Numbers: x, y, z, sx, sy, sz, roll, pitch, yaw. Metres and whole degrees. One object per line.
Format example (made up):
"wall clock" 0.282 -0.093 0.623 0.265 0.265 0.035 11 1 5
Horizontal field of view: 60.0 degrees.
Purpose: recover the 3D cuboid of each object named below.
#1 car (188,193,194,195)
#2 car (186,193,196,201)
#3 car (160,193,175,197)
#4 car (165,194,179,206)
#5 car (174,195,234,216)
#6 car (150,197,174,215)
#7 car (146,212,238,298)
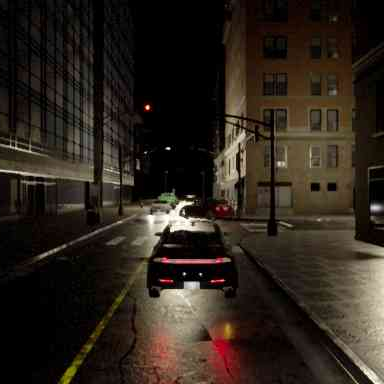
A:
"car" -0.191 1.432 64.975 2.128 1.511 4.902 0 0 0
"car" -0.222 1.118 75.365 2.097 1.767 4.553 0 0 0
"car" -3.203 1.183 43.732 2.150 2.045 5.566 0 0 1
"car" -3.223 1.302 55.143 2.097 1.767 4.553 0 0 0
"car" 1.091 1.329 26.331 2.097 1.767 4.553 1 -1 -43
"car" -3.195 1.497 34.279 1.812 1.442 4.674 0 0 0
"car" 0.022 1.488 8.479 2.128 1.511 4.902 0 0 1
